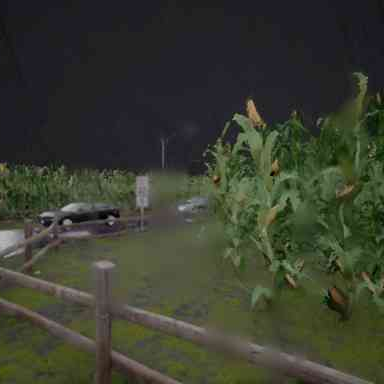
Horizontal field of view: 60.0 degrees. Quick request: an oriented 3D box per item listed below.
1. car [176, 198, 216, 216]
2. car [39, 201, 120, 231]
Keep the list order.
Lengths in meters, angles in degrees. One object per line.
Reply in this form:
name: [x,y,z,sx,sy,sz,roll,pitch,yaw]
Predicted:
car: [0.483,1.266,30.056,2.128,1.511,4.902,1,1,36]
car: [-6.651,1.332,20.063,1.882,1.535,5.008,1,1,35]
